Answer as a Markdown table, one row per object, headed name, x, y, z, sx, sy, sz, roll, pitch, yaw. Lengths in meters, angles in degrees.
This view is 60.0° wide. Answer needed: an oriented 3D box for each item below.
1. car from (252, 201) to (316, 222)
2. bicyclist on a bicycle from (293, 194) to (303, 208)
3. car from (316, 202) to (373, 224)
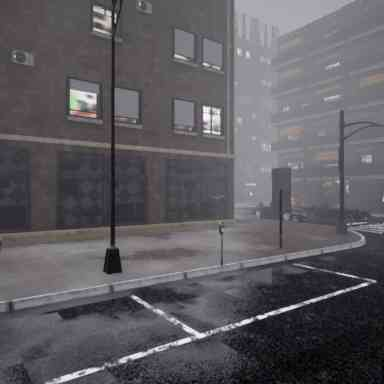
| name | x | y | z | sx | sy | sz | roll | pitch | yaw |
| --- | --- | --- | --- | --- | --- | --- | --- | --- | --- |
| car | 6.298 | 1.340 | 24.197 | 2.008 | 1.369 | 4.403 | 1 | 0 | -36 |
| bicyclist on a bicycle | 11.563 | 1.008 | 36.210 | 1.656 | 1.620 | 0.582 | 0 | 1 | -36 |
| car | 10.084 | 1.430 | 23.628 | 1.895 | 1.301 | 4.718 | 0 | 1 | -39 |
